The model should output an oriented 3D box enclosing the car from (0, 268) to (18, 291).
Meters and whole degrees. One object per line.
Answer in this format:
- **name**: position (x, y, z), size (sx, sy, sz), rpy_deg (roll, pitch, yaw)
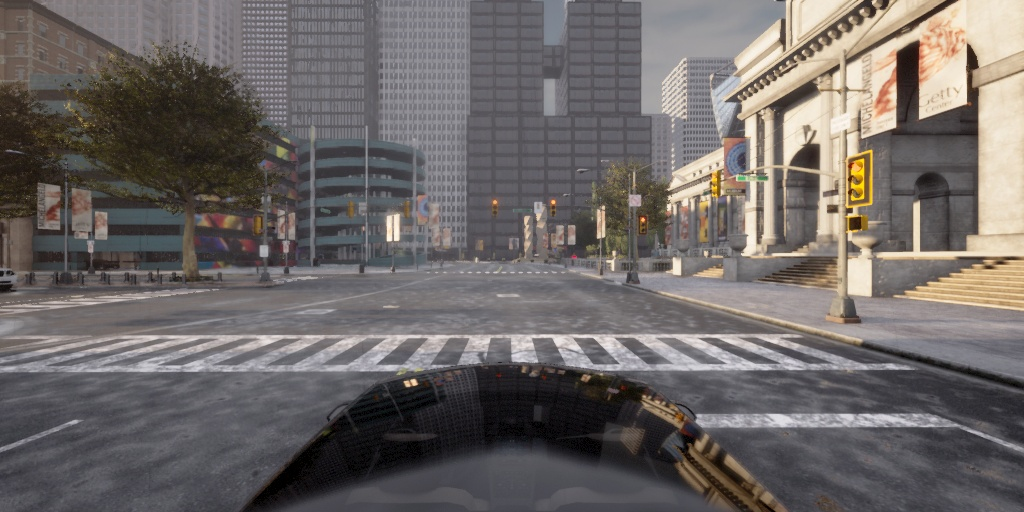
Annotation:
- **car**: position (-31.152, 0.971, 19.773), size (5.566, 2.045, 2.150), rpy_deg (0, 0, 0)
